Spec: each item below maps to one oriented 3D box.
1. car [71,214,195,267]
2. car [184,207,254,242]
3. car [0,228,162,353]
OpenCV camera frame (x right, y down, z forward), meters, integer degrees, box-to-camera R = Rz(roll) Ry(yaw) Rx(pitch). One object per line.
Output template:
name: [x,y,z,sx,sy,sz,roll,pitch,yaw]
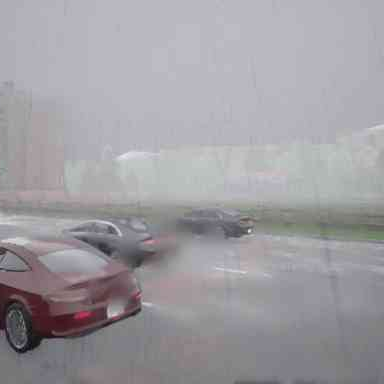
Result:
car: [-2.593,1.497,10.138,4.902,1.511,2.128,0,0,35]
car: [0.630,1.512,16.438,4.892,1.490,1.837,0,0,35]
car: [-2.970,1.531,6.109,4.674,1.442,1.812,0,0,35]
